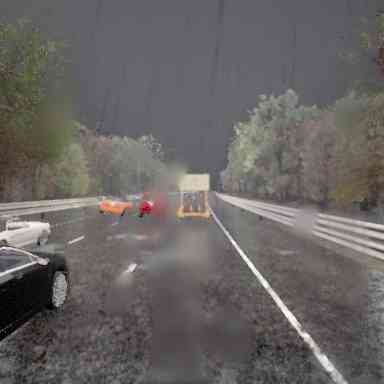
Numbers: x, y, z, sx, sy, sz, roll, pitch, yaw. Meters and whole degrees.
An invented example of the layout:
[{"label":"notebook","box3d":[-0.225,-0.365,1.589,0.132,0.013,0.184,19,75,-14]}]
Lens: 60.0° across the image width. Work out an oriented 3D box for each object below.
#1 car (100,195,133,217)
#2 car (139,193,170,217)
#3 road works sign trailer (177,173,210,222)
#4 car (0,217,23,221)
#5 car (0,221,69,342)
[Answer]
[{"label":"car","box3d":[-6.510,1.075,29.442,2.097,1.767,4.553,8,0,1]},{"label":"car","box3d":[-3.179,1.065,29.097,2.150,2.045,5.566,0,0,1]},{"label":"road works sign trailer","box3d":[0.159,0.338,25.128,2.380,3.560,2.880,0,0,2]},{"label":"car","box3d":[-6.870,1.526,11.850,1.895,1.301,4.718,0,0,0]},{"label":"car","box3d":[-3.389,1.461,4.779,2.128,1.511,4.902,0,0,0]}]
